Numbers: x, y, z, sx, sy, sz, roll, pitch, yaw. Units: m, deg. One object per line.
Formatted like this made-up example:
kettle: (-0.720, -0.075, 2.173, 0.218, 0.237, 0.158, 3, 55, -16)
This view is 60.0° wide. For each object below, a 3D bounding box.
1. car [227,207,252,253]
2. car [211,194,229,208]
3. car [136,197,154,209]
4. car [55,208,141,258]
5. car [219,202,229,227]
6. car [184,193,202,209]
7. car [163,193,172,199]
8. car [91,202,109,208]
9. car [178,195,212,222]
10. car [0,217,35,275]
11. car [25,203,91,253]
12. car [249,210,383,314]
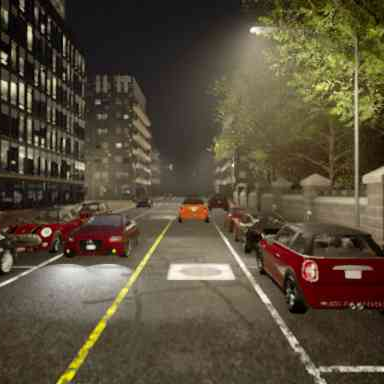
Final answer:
car: (2.703, 1.483, 12.987, 1.947, 1.339, 4.313, 1, 0, 0)
car: (2.714, 1.082, 34.899, 2.192, 1.841, 5.009, 1, 0, 0)
car: (-5.666, 1.279, 40.386, 2.008, 1.369, 4.403, 1, 0, 0)
car: (-3.097, 1.487, 12.186, 1.994, 1.385, 4.181, 0, 0, 0)
car: (2.705, 1.463, 18.464, 1.802, 1.307, 4.206, 1, 0, 0)
car: (0.114, 1.081, 40.153, 2.097, 1.767, 4.553, 0, 0, 0)
car: (-5.649, 0.871, 78.328, 1.967, 1.590, 4.097, 1, 0, 0)
car: (-5.674, 1.322, 18.489, 1.967, 1.590, 4.097, 1, 0, 0)
car: (0.110, 1.192, 24.560, 2.097, 1.767, 4.553, 0, 0, 0)
car: (-5.680, 1.504, 7.540, 2.008, 1.369, 4.403, 1, 0, 0)
car: (-5.676, 1.358, 13.015, 1.967, 1.590, 4.097, 1, 0, 0)
car: (2.702, 1.393, 7.506, 1.967, 1.590, 4.097, 1, 0, 0)
